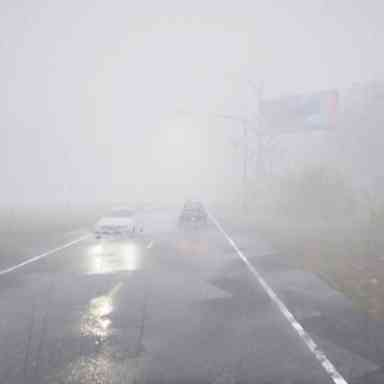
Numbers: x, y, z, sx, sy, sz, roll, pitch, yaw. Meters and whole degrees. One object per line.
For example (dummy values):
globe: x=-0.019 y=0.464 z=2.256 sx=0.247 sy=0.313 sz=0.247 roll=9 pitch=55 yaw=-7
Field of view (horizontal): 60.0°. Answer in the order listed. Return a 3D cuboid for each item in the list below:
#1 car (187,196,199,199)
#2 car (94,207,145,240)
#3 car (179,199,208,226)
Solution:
car: x=0.097 y=1.295 z=42.295 sx=2.097 sy=1.767 sz=4.553 roll=0 pitch=0 yaw=0
car: x=-3.583 y=1.503 z=17.137 sx=1.812 sy=1.442 sz=4.674 roll=0 pitch=0 yaw=0
car: x=0.087 y=1.461 z=23.247 sx=2.128 sy=1.511 sz=4.902 roll=0 pitch=0 yaw=0
